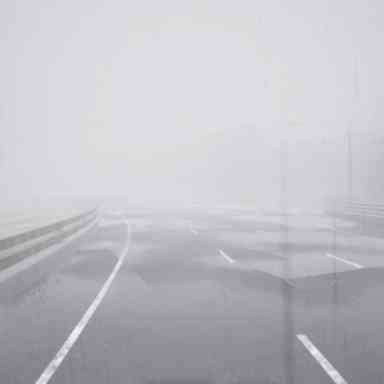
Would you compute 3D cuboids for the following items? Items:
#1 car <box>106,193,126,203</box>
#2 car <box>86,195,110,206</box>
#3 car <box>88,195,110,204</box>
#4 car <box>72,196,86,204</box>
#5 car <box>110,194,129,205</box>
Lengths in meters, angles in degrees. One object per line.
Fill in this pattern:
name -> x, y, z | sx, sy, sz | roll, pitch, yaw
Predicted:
car -> -15.100, 1.186, 65.869 | 2.097, 1.767, 4.553 | -1, 0, -40
car -> -15.161, 1.480, 53.549 | 1.994, 1.385, 4.181 | -1, 0, -31
car -> -17.904, 1.384, 63.774 | 2.128, 1.511, 4.902 | -1, 0, -40
car -> -20.690, 1.450, 61.657 | 1.812, 1.442, 4.674 | -1, 0, -40
car -> -12.129, 1.483, 55.294 | 1.895, 1.301, 4.718 | -1, 0, -31
